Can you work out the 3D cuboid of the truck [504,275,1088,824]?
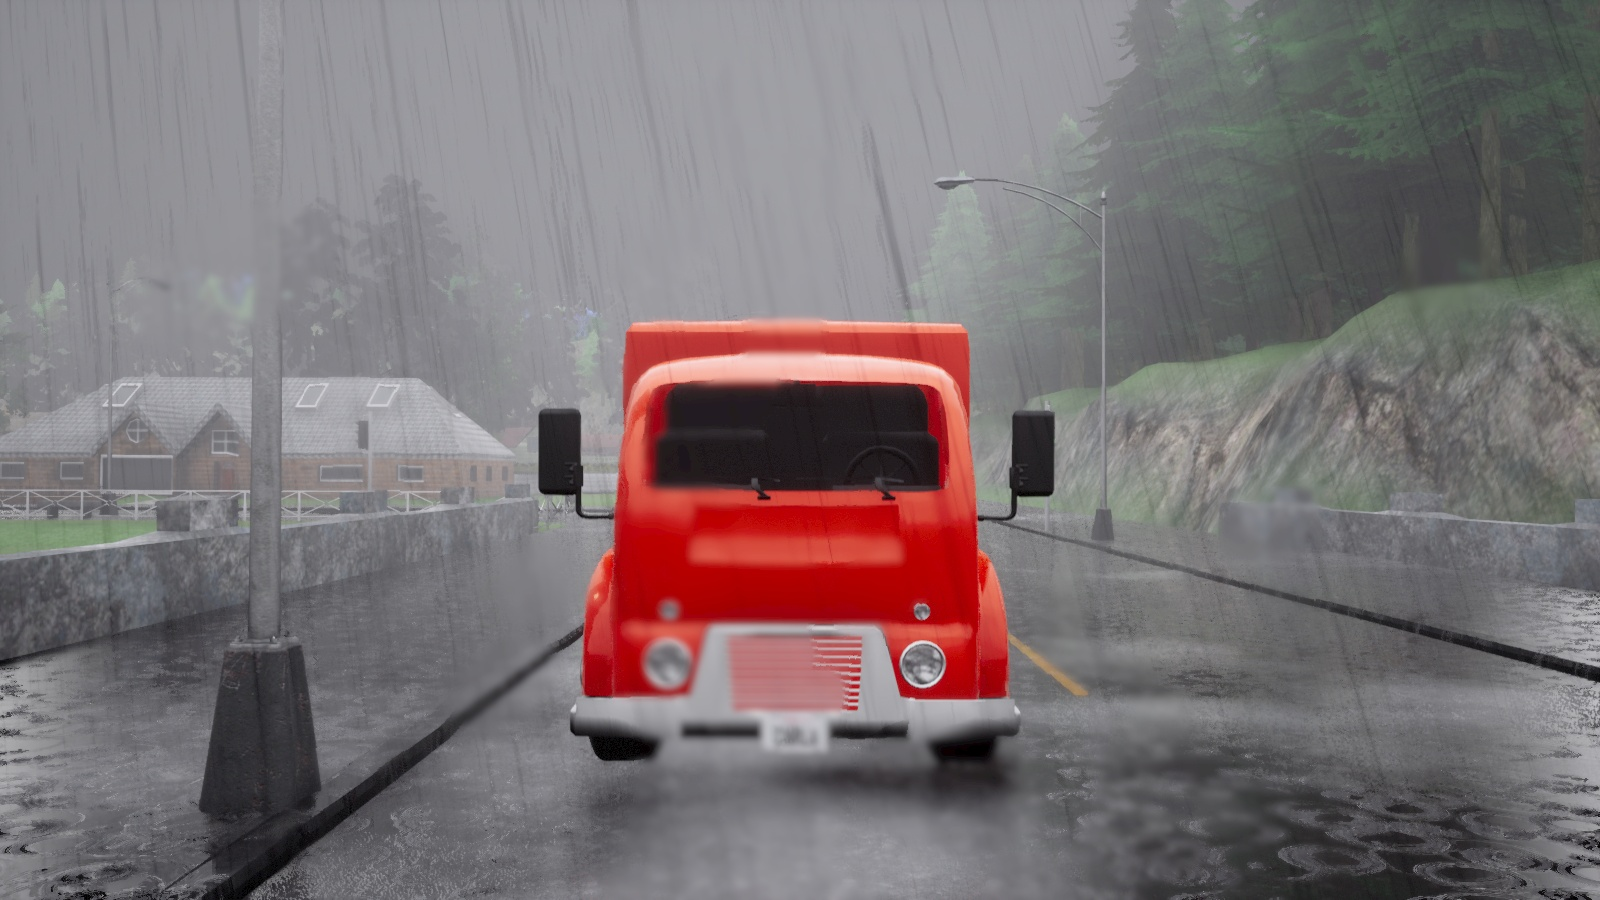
[{"bbox_3d":[-0.024,0.455,8.275,2.627,2.467,5.204,0,0,0],"label":"truck"}]
